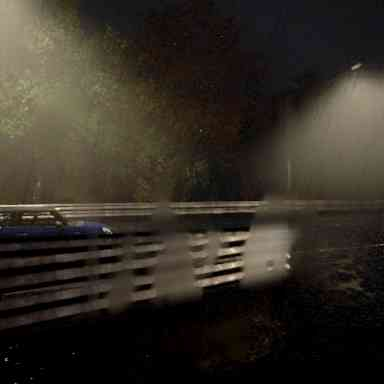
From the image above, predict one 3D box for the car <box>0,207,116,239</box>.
[{"bbox_3d":[-4.648,1.267,10.451,4.553,1.767,2.097,0,0,-22],"label":"car"}]
